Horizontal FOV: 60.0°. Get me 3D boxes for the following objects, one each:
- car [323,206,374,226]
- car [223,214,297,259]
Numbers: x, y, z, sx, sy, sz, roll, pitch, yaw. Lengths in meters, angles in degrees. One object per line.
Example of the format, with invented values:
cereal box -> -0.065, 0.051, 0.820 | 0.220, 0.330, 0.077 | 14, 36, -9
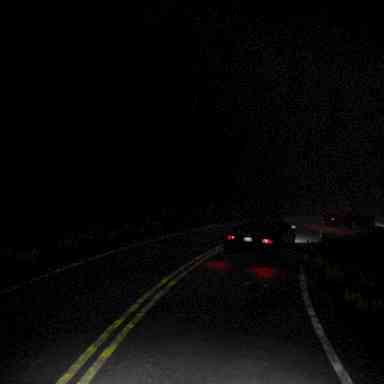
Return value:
car -> 11.522, 1.768, 24.219 | 5.008, 1.535, 1.882 | 2, 2, -39
car -> 2.840, 1.593, 12.990 | 2.033, 1.411, 5.357 | 2, 0, 25
